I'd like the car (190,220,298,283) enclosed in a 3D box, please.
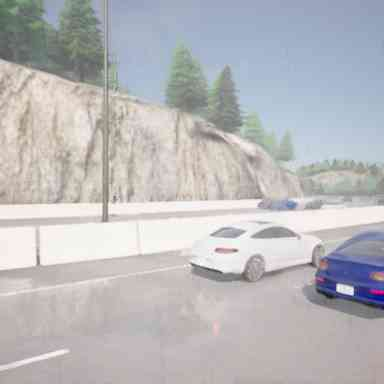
[{"bbox_3d":[2.065,1.569,9.821,4.674,1.442,1.812,0,0,-38],"label":"car"}]

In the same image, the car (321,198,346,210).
[{"bbox_3d":[15.745,1.703,36.759,1.812,1.442,4.674,0,0,43],"label":"car"}]

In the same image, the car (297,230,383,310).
[{"bbox_3d":[4.526,1.564,7.304,4.674,1.442,1.812,0,0,-38],"label":"car"}]
